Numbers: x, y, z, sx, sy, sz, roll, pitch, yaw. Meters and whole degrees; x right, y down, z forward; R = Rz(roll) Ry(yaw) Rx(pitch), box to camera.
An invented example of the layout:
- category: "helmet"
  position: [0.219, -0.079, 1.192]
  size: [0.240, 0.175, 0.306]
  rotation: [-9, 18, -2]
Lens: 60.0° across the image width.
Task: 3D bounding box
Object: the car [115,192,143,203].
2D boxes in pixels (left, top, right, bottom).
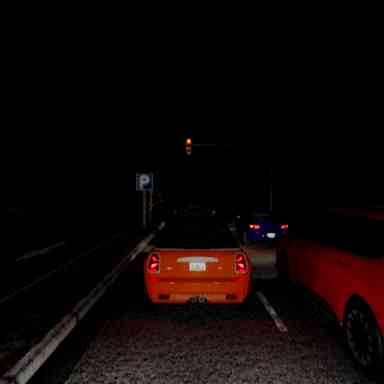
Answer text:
- category: "car"
  position: [-11.564, 1.285, 60.322]
  size: [4.792, 1.488, 2.163]
  rotation: [-1, 0, -15]

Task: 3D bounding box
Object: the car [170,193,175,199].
- category: "car"
  position: [-8.177, 0.960, 87.269]
  size: [5.566, 2.045, 2.435]
  rotation: [-1, 0, -12]

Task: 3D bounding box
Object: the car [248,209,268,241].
- category: "car"
  position: [3.132, 1.530, 15.381]
  size: [1.812, 1.442, 4.674]
  rotation: [0, 0, 0]

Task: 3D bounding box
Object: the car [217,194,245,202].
- category: "car"
  position: [8.066, 1.180, 68.919]
  size: [5.366, 1.575, 1.946]
  rotation: [1, 0, -13]

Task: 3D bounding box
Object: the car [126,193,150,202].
- category: "car"
  position: [-10.838, 1.116, 66.267]
  size: [4.553, 1.767, 2.185]
  rotation: [-1, 0, -14]

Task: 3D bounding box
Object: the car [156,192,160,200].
- category: "car"
  position: [-10.156, 1.234, 72.280]
  size: [4.892, 1.521, 2.231]
  rotation: [-1, 0, -14]

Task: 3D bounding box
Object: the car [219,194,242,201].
- category: "car"
  position: [8.569, 1.210, 74.759]
  size: [4.674, 1.452, 2.002]
  rotation: [1, 0, -13]

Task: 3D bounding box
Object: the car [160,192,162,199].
- category: "car"
  position: [-9.790, 1.268, 75.276]
  size: [4.674, 1.452, 2.002]
  rotation: [-1, 0, -13]

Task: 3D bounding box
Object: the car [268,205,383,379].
- category: "car"
  position: [3.100, 1.223, 5.646]
  size: [2.150, 2.045, 5.566]
  rotation: [0, 0, -1]

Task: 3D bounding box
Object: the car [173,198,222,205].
- category: "car"
  position: [0.143, 1.358, 16.723]
  size: [2.097, 1.767, 4.553]
  rotation: [0, 0, 0]

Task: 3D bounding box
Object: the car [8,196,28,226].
- category: "car"
  position: [-13.671, 1.375, 22.511]
  size: [4.553, 1.767, 2.185]
  rotation: [-1, 0, -19]

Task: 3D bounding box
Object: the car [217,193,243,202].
- category: "car"
  position: [7.536, 1.062, 65.924]
  size: [4.553, 1.767, 2.185]
  rotation: [1, 0, -14]

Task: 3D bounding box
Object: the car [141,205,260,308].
- category: "car"
  position: [0.102, 1.354, 8.076]
  size: [2.097, 1.767, 4.553]
  rotation: [0, 0, 0]

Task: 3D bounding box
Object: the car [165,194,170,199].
- category: "car"
  position: [-8.621, 1.256, 84.262]
  size: [4.674, 1.452, 2.002]
  rotation: [-1, 0, -12]

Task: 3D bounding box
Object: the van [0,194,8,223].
- category: "van"
  position: [-13.640, 1.272, 19.534]
  size: [4.442, 1.987, 1.878]
  rotation: [-1, 0, -20]

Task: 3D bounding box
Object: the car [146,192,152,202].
- category: "car"
  position: [-10.925, 1.238, 63.315]
  size: [5.366, 1.575, 1.946]
  rotation: [-1, 0, -15]

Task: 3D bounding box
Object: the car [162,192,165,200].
- category: "car"
  position: [-9.424, 1.264, 78.279]
  size: [4.674, 1.452, 2.002]
  rotation: [-1, 0, -13]

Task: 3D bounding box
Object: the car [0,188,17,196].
- category: "car"
  position: [-28.266, 0.074, 51.155]
  size: [2.002, 1.452, 4.674]
  rotation: [6, -3, -20]

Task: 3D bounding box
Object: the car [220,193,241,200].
- category: "car"
  position: [9.297, 1.032, 80.628]
  size: [4.553, 1.767, 2.185]
  rotation: [1, 0, -12]

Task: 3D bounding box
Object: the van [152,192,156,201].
- category: "van"
  position: [-10.378, 1.009, 69.308]
  size: [4.442, 1.987, 1.878]
  rotation: [-1, 0, -14]

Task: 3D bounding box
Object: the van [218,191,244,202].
- category: "van"
  position: [7.158, 0.966, 62.954]
  size: [4.442, 1.987, 1.878]
  rotation: [1, 0, -14]
